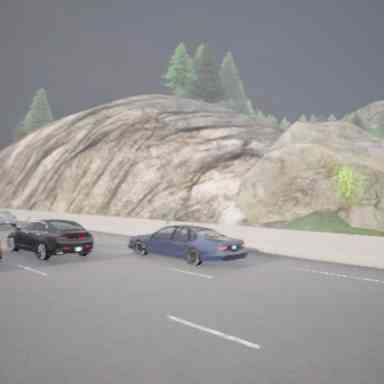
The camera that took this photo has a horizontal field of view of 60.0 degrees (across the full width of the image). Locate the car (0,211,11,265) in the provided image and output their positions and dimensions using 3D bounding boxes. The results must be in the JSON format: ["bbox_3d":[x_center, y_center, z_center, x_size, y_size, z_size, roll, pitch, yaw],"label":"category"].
[{"bbox_3d":[-8.289,1.574,11.345,4.553,1.767,2.097,0,-3,41],"label":"car"}]

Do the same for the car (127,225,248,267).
[{"bbox_3d":[-0.367,2.059,13.669,5.357,1.411,2.033,0,-3,42],"label":"car"}]

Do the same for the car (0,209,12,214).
[{"bbox_3d":[-16.080,2.145,27.451,4.674,1.442,1.812,0,-3,41],"label":"car"}]

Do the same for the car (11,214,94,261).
[{"bbox_3d":[-6.041,1.884,14.017,4.892,1.490,1.837,0,-3,41],"label":"car"}]
